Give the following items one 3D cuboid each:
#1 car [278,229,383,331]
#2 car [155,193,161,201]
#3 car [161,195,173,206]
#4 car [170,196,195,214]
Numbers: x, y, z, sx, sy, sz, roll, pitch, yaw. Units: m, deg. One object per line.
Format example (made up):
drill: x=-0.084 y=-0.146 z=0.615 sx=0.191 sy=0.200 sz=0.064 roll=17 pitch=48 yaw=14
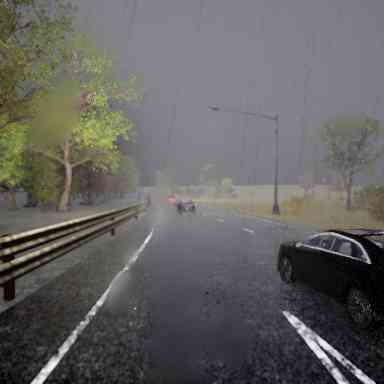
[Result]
car: x=3.434 y=1.513 z=6.974 sx=2.128 sy=1.511 sz=4.902 roll=0 pitch=0 yaw=-8
car: x=-8.065 y=1.533 z=87.174 sx=1.882 sy=1.535 sz=5.008 roll=0 pitch=0 yaw=-8
car: x=-3.791 y=1.409 z=57.345 sx=2.097 sy=1.767 sz=4.553 roll=0 pitch=0 yaw=-8
car: x=-0.824 y=1.541 z=36.655 sx=2.128 sy=1.511 sz=4.902 roll=0 pitch=0 yaw=-8
